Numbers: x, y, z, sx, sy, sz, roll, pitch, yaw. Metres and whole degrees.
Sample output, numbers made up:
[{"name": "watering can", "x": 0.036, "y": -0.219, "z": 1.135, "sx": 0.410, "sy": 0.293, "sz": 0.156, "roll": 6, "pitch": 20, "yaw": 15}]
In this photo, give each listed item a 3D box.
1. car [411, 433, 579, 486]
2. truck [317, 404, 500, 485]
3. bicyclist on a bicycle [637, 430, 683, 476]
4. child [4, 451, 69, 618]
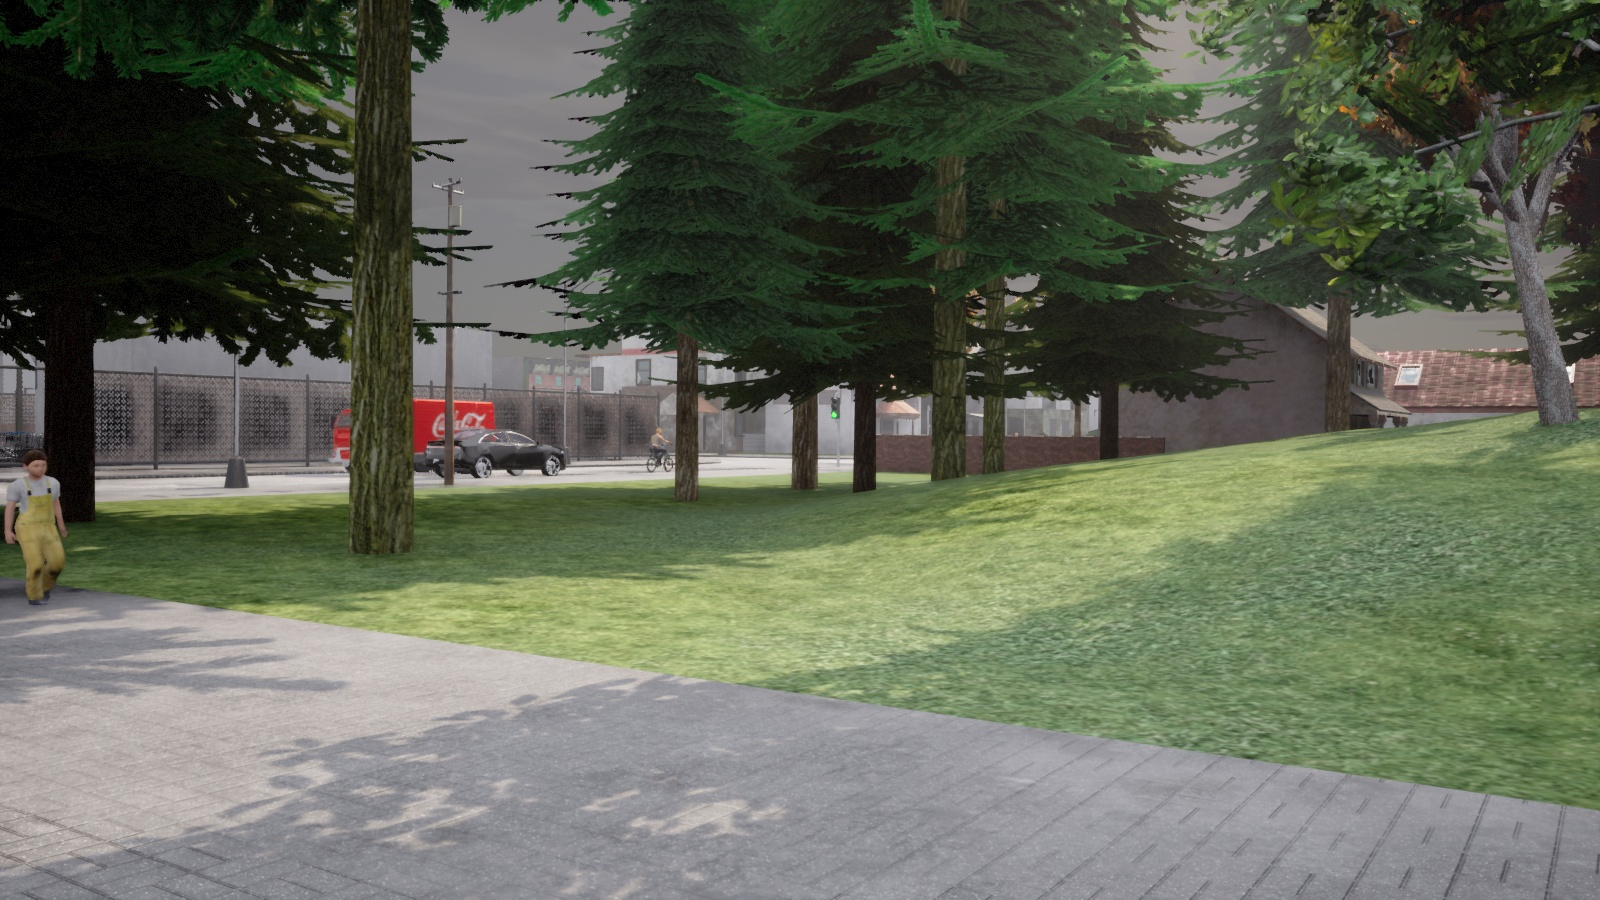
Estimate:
[{"name": "car", "x": -9.367, "y": 0.240, "z": 38.970, "sx": 2.128, "sy": 1.511, "sz": 4.902, "roll": 0, "pitch": 1, "yaw": 34}, {"name": "truck", "x": -12.724, "y": -0.202, "z": 41.142, "sx": 2.627, "sy": 2.467, "sz": 5.204, "roll": 0, "pitch": 1, "yaw": 34}, {"name": "bicyclist on a bicycle", "x": -5.053, "y": 0.093, "z": 45.458, "sx": 0.866, "sy": 1.612, "sz": 1.509, "roll": 0, "pitch": 1, "yaw": 33}, {"name": "child", "x": -5.938, "y": 0.641, "z": 9.766, "sx": 0.437, "sy": 1.263, "sz": 0.270, "roll": 0, "pitch": 1, "yaw": 38}]
